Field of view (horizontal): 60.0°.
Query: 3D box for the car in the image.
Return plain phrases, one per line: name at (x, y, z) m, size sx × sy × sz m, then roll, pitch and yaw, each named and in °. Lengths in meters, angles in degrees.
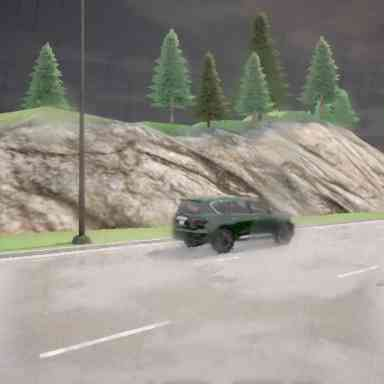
car at (1.797, 1.219, 13.638) m, size 5.566 × 2.045 × 2.150 m, roll 0°, pitch 0°, yaw -36°
